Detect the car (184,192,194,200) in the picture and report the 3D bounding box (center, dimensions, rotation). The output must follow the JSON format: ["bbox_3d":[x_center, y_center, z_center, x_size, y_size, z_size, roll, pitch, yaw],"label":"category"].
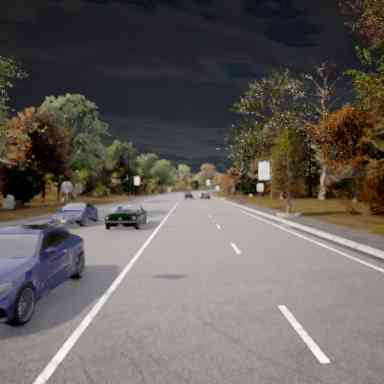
[{"bbox_3d":[-0.684,0.815,70.298,1.837,1.490,4.892,0,1,-1],"label":"car"}]

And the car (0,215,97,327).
[{"bbox_3d":[-3.658,1.475,7.059,1.812,1.442,4.674,0,1,-1],"label":"car"}]

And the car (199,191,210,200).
[{"bbox_3d":[2.816,0.822,70.334,2.128,1.511,4.902,0,1,-1],"label":"car"}]

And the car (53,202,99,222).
[{"bbox_3d":[-7.280,1.358,21.164,1.812,1.442,4.674,0,1,0],"label":"car"}]

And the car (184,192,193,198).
[{"bbox_3d":[-0.787,0.679,80.713,2.128,1.511,4.902,0,1,-1],"label":"car"}]

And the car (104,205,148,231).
[{"bbox_3d":[-3.772,1.430,19.602,1.895,1.301,4.718,0,1,-1],"label":"car"}]

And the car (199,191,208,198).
[{"bbox_3d":[2.712,0.604,80.742,1.882,1.535,5.008,0,1,-1],"label":"car"}]
